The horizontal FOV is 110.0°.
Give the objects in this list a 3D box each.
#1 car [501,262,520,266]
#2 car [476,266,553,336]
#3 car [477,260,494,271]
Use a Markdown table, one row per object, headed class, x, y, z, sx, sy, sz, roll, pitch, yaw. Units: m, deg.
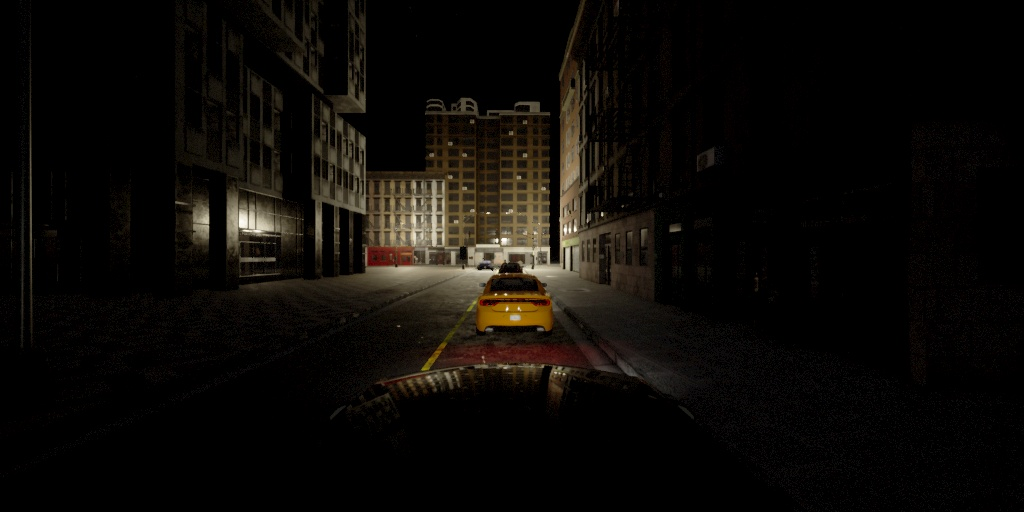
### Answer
| class | x | y | z | sx | sy | sz | roll | pitch | yaw |
| --- | --- | --- | --- | --- | --- | --- | --- | --- | --- |
| car | -0.096 | 1.213 | 28.315 | 1.882 | 1.535 | 5.008 | 0 | 0 | 0 |
| car | 0.041 | 1.226 | 10.478 | 1.882 | 1.535 | 5.008 | 0 | 0 | -1 |
| car | -3.403 | 1.271 | 46.812 | 1.994 | 1.385 | 4.181 | 0 | 0 | 0 |
